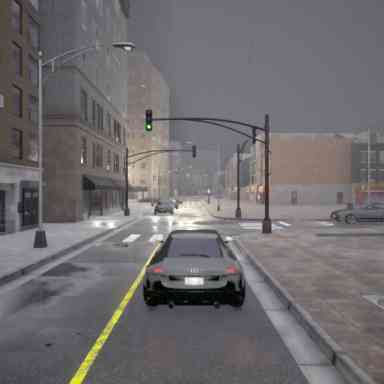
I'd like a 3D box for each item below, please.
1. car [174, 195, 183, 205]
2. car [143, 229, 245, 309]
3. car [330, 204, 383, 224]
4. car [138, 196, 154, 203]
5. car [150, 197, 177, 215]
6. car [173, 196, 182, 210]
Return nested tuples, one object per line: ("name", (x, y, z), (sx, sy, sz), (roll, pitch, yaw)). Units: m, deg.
("car", (-2.708, 1.386, 60.002), (2.097, 1.767, 4.553), (0, 0, 0))
("car", (0.057, 1.565, 7.964), (1.994, 1.385, 4.181), (0, 0, 1))
("car", (12.068, 1.518, 23.559), (4.181, 1.385, 1.994), (0, 0, 0))
("car", (-8.938, 1.605, 69.936), (4.674, 1.442, 1.812), (0, 0, 9))
("car", (-2.825, 1.519, 34.362), (1.837, 1.490, 4.892), (0, 0, 0))
("car", (-2.806, 1.585, 44.282), (1.994, 1.385, 4.181), (0, 0, 0))
